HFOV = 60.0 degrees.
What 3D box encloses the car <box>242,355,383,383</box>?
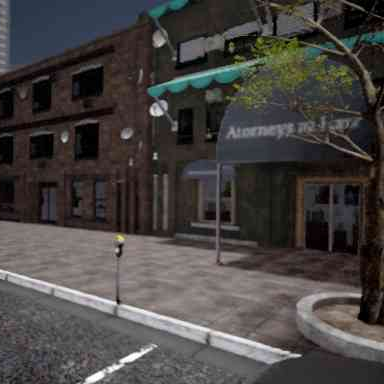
[{"bbox_3d":[2.088,1.552,1.374,4.403,1.369,2.008,0,1,36],"label":"car"}]
